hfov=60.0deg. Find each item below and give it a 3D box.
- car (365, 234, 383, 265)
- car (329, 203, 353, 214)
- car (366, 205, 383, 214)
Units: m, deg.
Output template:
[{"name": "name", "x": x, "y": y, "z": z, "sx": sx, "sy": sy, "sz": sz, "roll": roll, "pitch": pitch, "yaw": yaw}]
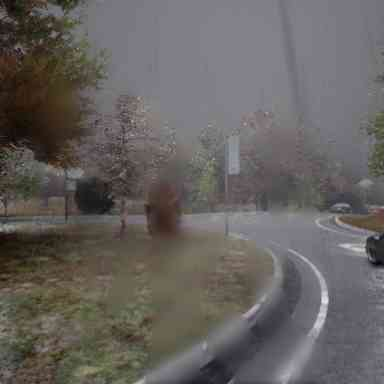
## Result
[{"name": "car", "x": 6.173, "y": 1.559, "z": 8.677, "sx": 2.033, "sy": 1.411, "sz": 5.357, "roll": 0, "pitch": 0, "yaw": 13}, {"name": "car", "x": 21.498, "y": 2.390, "z": 47.918, "sx": 4.892, "sy": 1.490, "sz": 1.837, "roll": 6, "pitch": -4, "yaw": -44}, {"name": "car", "x": 32.767, "y": 3.332, "z": 58.879, "sx": 5.566, "sy": 2.045, "sz": 2.150, "roll": 6, "pitch": -5, "yaw": -44}]
